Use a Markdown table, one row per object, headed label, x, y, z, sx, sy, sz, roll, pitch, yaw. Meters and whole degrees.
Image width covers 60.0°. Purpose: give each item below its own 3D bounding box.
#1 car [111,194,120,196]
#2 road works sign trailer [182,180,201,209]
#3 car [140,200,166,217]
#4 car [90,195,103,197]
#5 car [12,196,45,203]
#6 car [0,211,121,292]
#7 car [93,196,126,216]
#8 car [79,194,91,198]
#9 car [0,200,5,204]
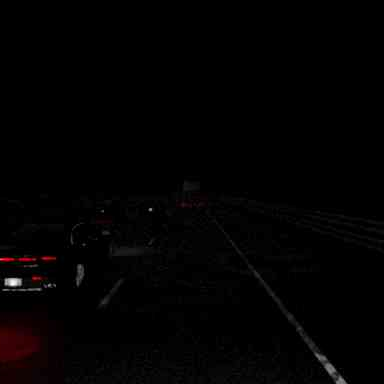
| label | x | y | z | sx | sy | sz | roll | pitch | yaw |
| --- | --- | --- | --- | --- | --- | --- | --- | --- | --- |
| car | -17.621 | 1.148 | 77.005 | 2.097 | 1.767 | 4.553 | 0 | -1 | 0 |
| road works sign trailer | -0.066 | 0.287 | 41.164 | 2.380 | 3.560 | 2.880 | 0 | 0 | 0 |
| car | -3.448 | 1.435 | 29.753 | 1.994 | 1.385 | 4.181 | 0 | 0 | 0 |
| car | -21.120 | 1.358 | 76.205 | 1.812 | 1.442 | 4.674 | 0 | -1 | 0 |
| car | -17.650 | 1.196 | 35.962 | 2.097 | 1.767 | 4.553 | 0 | 0 | 0 |
| car | -3.415 | 1.466 | 8.788 | 1.837 | 1.490 | 4.892 | 0 | 0 | 0 |
| car | -6.946 | 1.355 | 28.358 | 1.882 | 1.535 | 5.008 | 0 | 0 | 0 |
| car | -24.621 | 1.148 | 76.994 | 2.097 | 1.767 | 4.553 | 0 | -1 | 0 |
| car | -21.152 | 1.449 | 34.877 | 1.895 | 1.301 | 4.718 | 0 | 0 | 0 |
